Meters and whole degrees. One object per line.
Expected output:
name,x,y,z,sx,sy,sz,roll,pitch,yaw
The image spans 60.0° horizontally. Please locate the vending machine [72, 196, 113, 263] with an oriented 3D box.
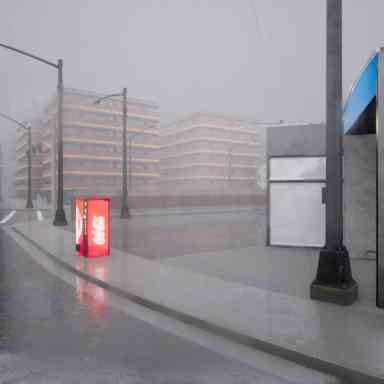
vending machine,-3.349,1.195,11.238,1.100,2.100,0.880,0,0,-36
